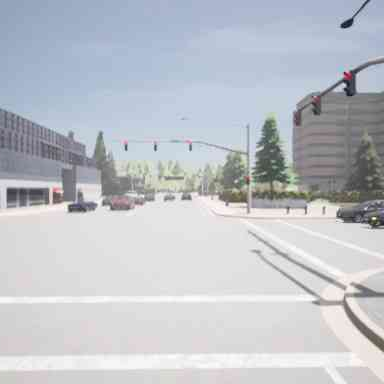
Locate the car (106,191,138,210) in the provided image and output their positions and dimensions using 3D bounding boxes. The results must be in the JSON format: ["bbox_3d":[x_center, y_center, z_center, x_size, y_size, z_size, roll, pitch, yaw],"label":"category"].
[{"bbox_3d":[-7.751,1.102,37.332,2.097,1.767,4.553,0,0,-1],"label":"car"}]

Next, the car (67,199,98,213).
[{"bbox_3d":[-11.215,1.371,34.263,1.895,1.301,4.718,0,0,-1],"label":"car"}]

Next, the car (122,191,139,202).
[{"bbox_3d":[-11.527,0.802,62.510,2.150,2.045,5.566,0,1,0],"label":"car"}]

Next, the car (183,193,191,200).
[{"bbox_3d":[-1.172,0.933,75.908,1.812,1.442,4.674,0,0,-1],"label":"car"}]

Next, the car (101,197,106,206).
[{"bbox_3d":[-11.375,1.191,46.857,1.837,1.490,4.892,0,1,-1],"label":"car"}]

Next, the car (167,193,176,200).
[{"bbox_3d":[-4.672,1.004,75.895,1.895,1.301,4.718,0,0,-1],"label":"car"}]

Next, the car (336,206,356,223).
[{"bbox_3d":[12.480,1.352,22.853,4.892,1.490,1.837,0,0,-1],"label":"car"}]

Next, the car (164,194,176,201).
[{"bbox_3d":[-4.533,1.112,65.260,2.033,1.411,5.357,0,0,-1],"label":"car"}]

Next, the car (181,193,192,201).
[{"bbox_3d":[-1.042,0.913,65.900,2.097,1.767,4.553,0,0,-1],"label":"car"}]

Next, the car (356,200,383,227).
[{"bbox_3d":[12.566,1.376,19.355,4.892,1.490,1.837,0,0,-1],"label":"car"}]

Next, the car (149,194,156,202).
[{"bbox_3d":[-8.042,1.056,63.226,1.882,1.535,5.008,0,1,0],"label":"car"}]

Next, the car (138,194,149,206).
[{"bbox_3d":[-7.889,1.242,48.109,1.994,1.385,4.181,0,0,-1],"label":"car"}]
